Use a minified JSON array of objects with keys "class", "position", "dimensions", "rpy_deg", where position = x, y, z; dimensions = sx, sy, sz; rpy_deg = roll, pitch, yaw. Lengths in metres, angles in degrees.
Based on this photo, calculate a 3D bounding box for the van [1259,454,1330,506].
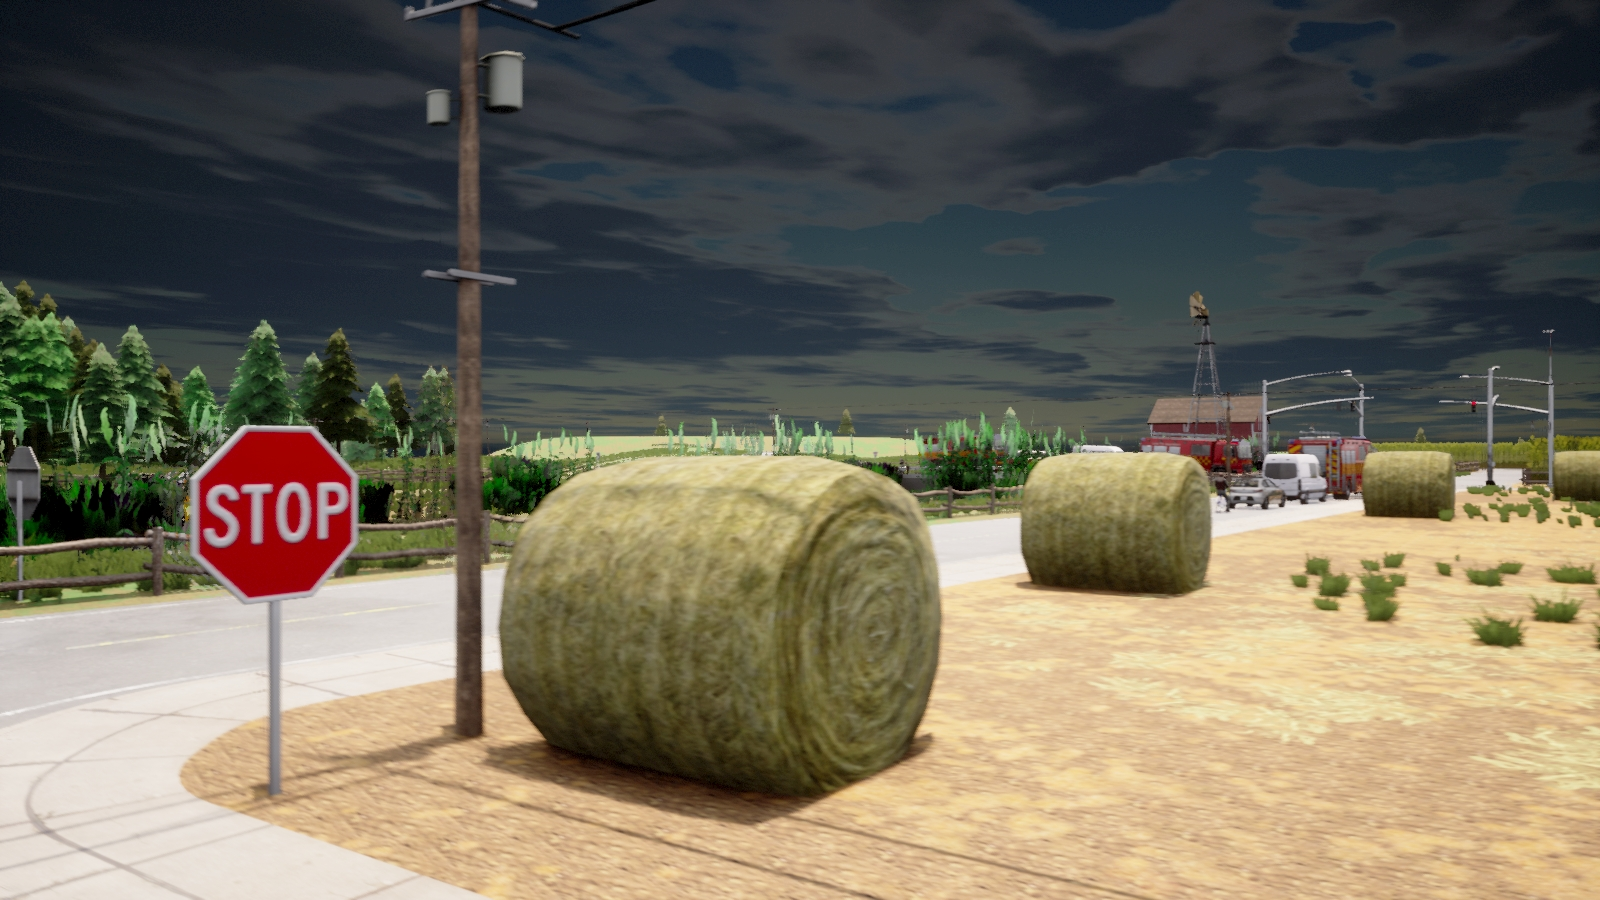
[{"class":"van","position":[25.921,1.498,59.738],"dimensions":[1.988,2.561,5.915],"rpy_deg":[0,0,38]}]

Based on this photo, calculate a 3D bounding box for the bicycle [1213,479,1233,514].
[{"class":"bicycle","position":[18.649,2.024,50.355],"dimensions":[0.329,1.471,1.835],"rpy_deg":[0,0,38]}]

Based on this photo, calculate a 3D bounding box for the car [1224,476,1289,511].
[{"class":"car","position":[21.738,2.029,54.328],"dimensions":[1.816,1.474,4.193],"rpy_deg":[0,0,38]}]

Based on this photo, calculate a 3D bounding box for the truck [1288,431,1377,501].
[{"class":"truck","position":[30.983,0.855,66.297],"dimensions":[2.891,3.827,8.468],"rpy_deg":[0,0,38]}]

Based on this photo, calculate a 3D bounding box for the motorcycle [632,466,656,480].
[{"class":"motorcycle","position":[-14.334,2.112,105.142],"dimensions":[0.764,1.307,2.356],"rpy_deg":[0,0,38]}]
